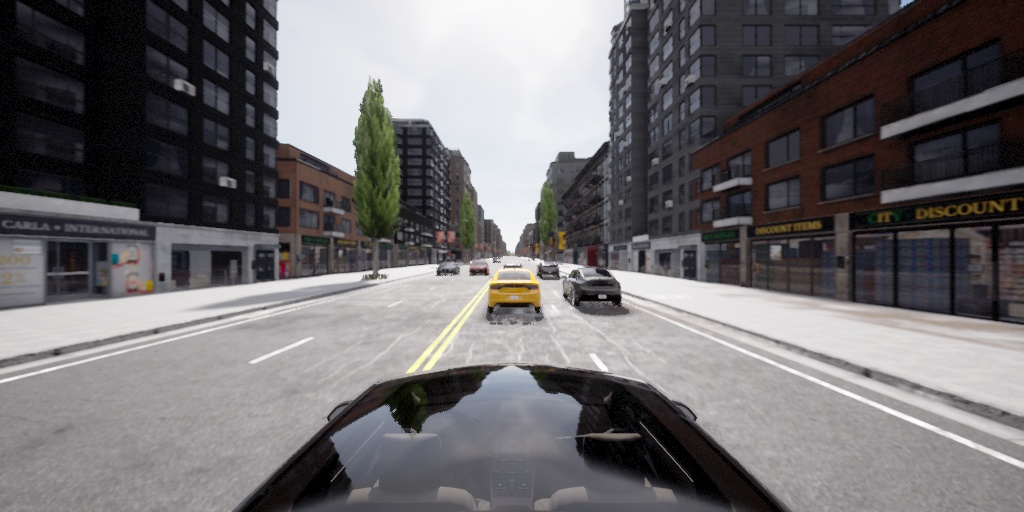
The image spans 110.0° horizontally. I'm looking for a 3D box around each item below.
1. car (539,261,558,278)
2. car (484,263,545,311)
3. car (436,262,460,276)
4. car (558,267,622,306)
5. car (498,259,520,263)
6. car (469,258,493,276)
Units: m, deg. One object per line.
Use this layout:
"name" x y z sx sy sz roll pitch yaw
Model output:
"car" 3.345 1.232 33.865 2.128 1.511 4.902 0 0 0
"car" 0.088 1.228 14.408 1.882 1.535 5.008 0 0 0
"car" -6.599 1.302 37.484 1.994 1.385 4.181 0 0 0
"car" 3.345 1.255 15.676 1.837 1.490 4.892 0 0 0
"car" 0.092 1.232 33.873 2.128 1.511 4.902 0 0 0
"car" -3.350 1.216 37.365 1.882 1.535 5.008 0 0 0
